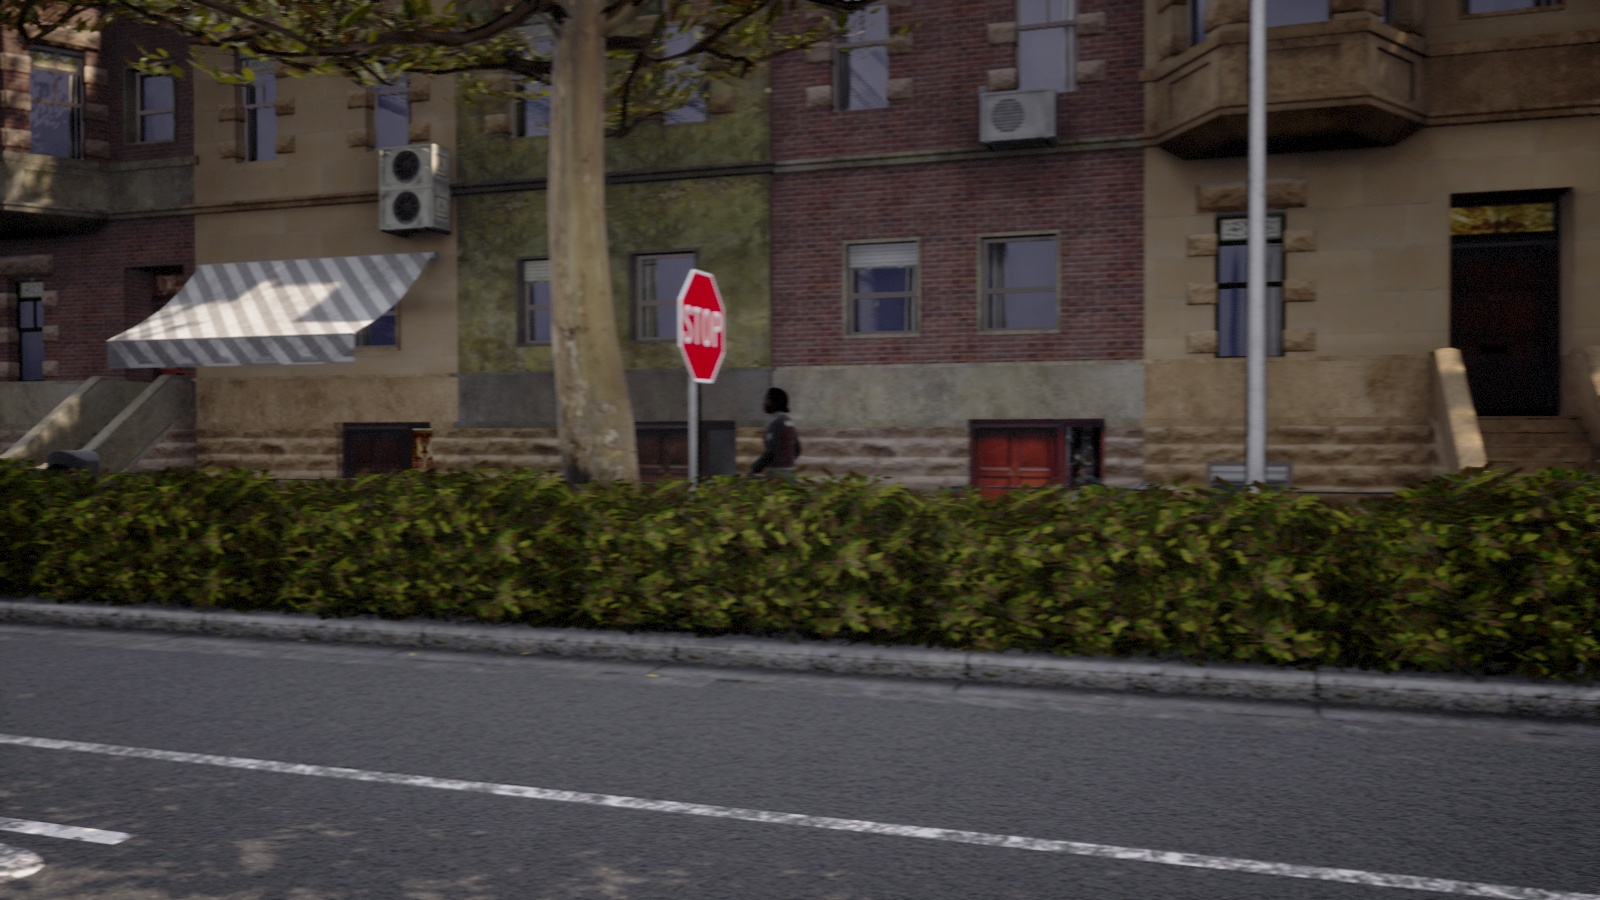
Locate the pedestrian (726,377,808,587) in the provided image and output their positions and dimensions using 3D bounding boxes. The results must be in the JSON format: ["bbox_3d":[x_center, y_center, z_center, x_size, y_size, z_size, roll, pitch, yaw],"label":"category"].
[{"bbox_3d":[-0.307,0.288,11.863,0.666,1.930,0.402,1,1,20],"label":"pedestrian"}]
